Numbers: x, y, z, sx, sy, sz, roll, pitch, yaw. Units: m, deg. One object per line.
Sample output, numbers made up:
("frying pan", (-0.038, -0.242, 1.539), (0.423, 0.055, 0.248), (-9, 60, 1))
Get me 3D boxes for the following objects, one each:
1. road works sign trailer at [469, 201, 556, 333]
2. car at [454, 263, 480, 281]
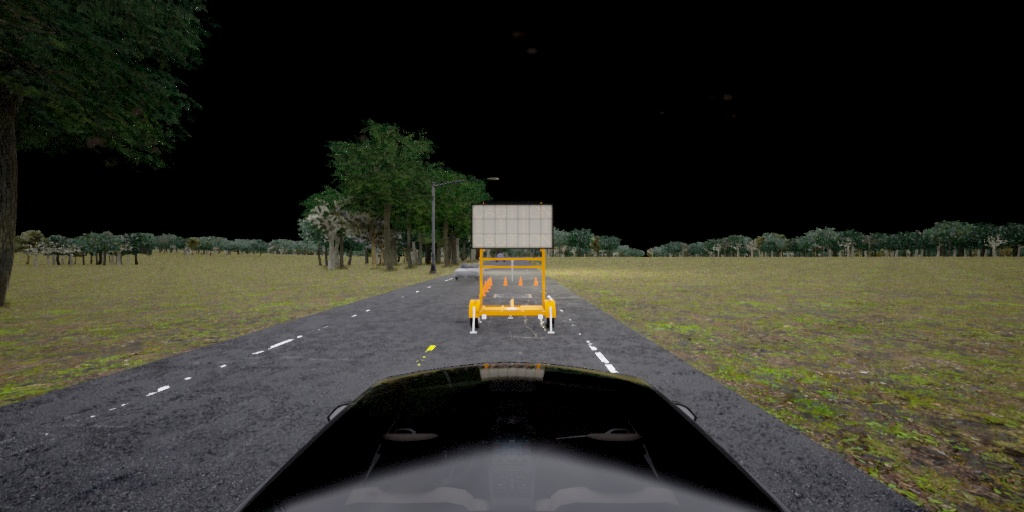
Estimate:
("road works sign trailer", (0.012, 0.199, 10.614), (2.380, 3.560, 2.880), (0, 0, 0))
("car", (-3.500, 1.285, 29.456), (1.895, 1.301, 4.718), (0, 0, 0))
